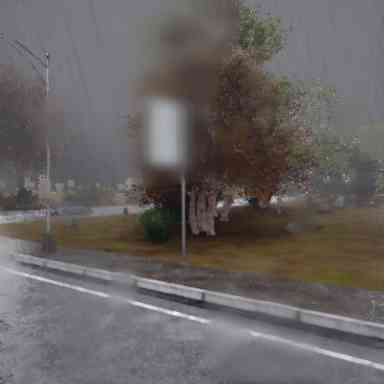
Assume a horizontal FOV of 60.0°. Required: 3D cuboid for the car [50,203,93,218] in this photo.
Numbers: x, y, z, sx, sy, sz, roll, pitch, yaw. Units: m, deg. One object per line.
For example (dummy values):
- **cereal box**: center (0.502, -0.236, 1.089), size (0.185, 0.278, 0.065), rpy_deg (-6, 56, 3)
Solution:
- **car**: center (-12.439, 1.818, 34.394), size (1.994, 1.385, 4.181), rpy_deg (-1, 0, 39)
